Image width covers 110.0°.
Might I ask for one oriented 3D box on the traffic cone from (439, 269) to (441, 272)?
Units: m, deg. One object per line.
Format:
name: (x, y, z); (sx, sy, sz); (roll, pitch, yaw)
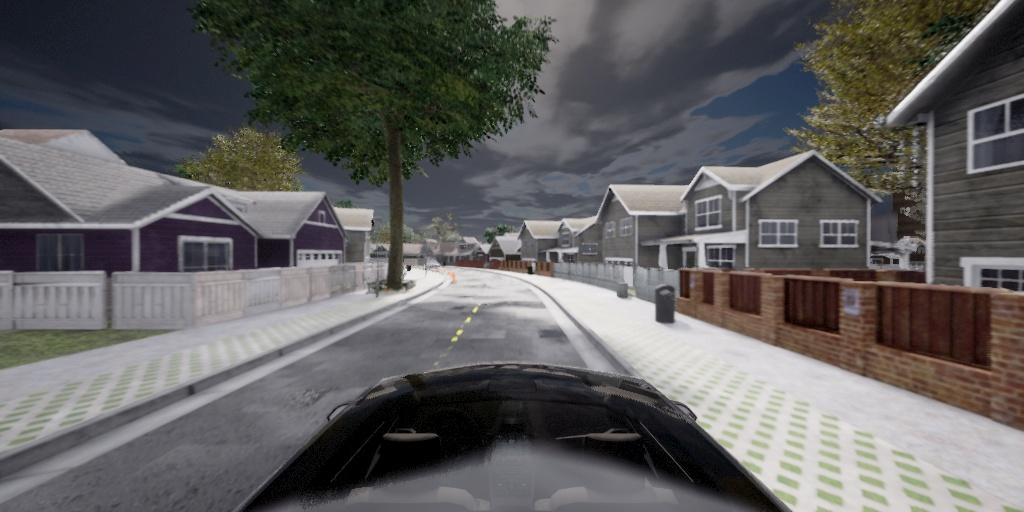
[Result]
traffic cone: (-10.646, 2.023, 52.911); (0.340, 0.580, 0.340); (0, 0, -21)

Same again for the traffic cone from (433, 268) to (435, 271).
traffic cone: (-12.485, 2.037, 57.436); (0.340, 0.580, 0.340); (0, 0, -23)

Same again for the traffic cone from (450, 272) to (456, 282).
traffic cone: (-4.719, 1.839, 29.276); (0.340, 0.580, 0.340); (0, 0, -7)

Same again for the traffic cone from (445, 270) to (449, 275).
traffic cone: (-7.613, 1.970, 43.629); (0.340, 0.580, 0.340); (0, 0, -15)
